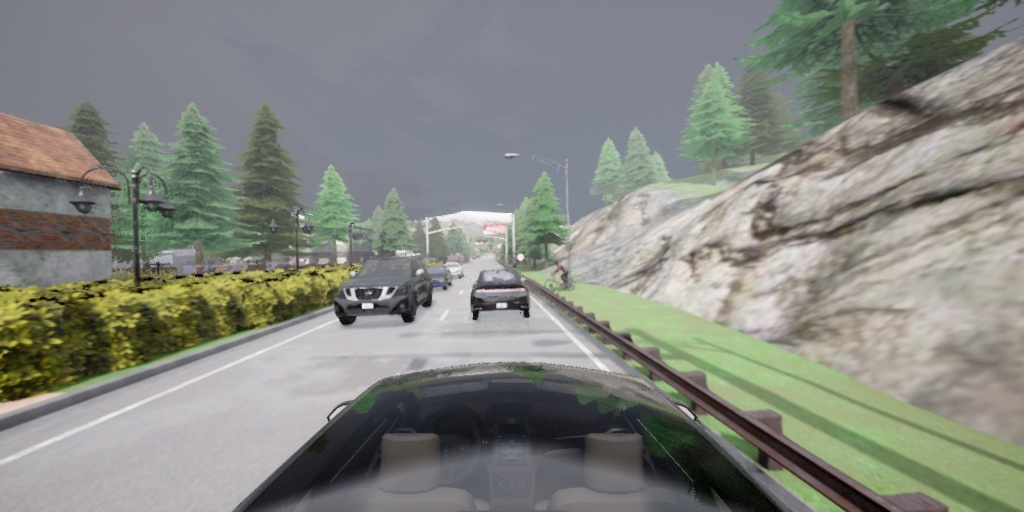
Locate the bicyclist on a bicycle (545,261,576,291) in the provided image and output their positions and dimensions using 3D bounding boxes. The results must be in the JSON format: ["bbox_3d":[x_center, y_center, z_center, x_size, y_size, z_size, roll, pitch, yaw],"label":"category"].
[{"bbox_3d":[2.512,1.064,18.855,1.656,1.620,0.582,-3,0,-4],"label":"bicyclist on a bicycle"}]

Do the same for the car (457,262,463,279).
[{"bbox_3d":[-5.477,1.310,33.000,1.812,1.442,4.674,-1,0,-4],"label":"car"}]

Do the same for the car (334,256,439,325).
[{"bbox_3d":[-4.209,1.043,12.749,2.150,2.045,5.566,-1,0,-4],"label":"car"}]

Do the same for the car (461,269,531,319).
[{"bbox_3d":[-0.472,1.218,12.777,2.128,1.511,4.902,-1,0,-4],"label":"car"}]

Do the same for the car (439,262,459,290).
[{"bbox_3d":[-4.854,1.350,22.974,2.033,1.411,5.357,-1,0,-4],"label":"car"}]
